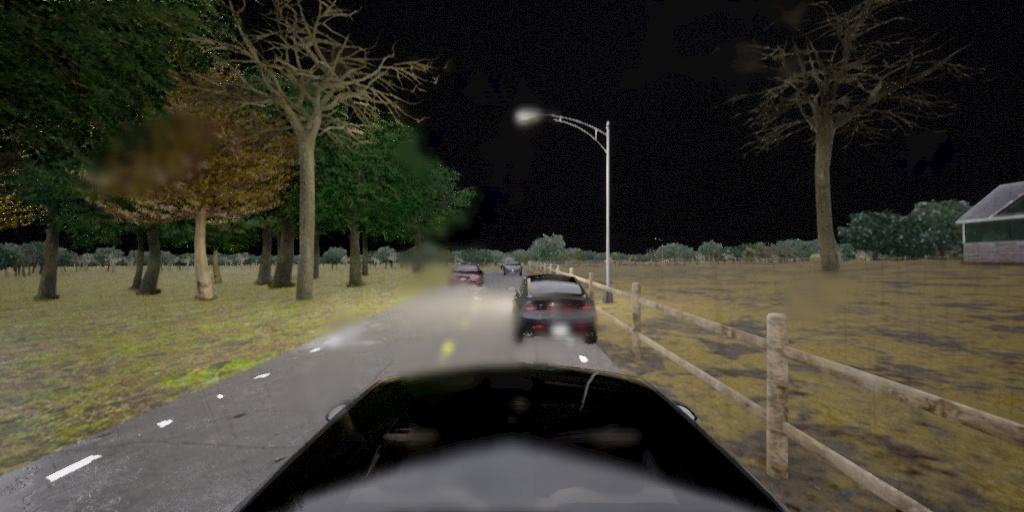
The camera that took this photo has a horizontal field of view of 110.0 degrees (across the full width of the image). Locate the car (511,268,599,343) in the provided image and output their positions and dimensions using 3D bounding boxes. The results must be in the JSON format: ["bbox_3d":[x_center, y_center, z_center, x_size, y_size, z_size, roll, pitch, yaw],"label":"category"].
[{"bbox_3d":[0.965,1.232,9.537,1.837,1.490,4.892,0,0,0],"label":"car"}]

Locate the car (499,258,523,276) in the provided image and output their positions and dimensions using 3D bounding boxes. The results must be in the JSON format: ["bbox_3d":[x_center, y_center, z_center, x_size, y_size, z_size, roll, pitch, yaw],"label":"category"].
[{"bbox_3d":[0.082,1.221,37.272,2.128,1.511,4.902,0,0,0],"label":"car"}]

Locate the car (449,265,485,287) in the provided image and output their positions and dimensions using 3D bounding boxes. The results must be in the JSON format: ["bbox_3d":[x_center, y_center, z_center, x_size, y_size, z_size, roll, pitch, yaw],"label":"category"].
[{"bbox_3d":[-2.842,1.264,23.479,1.994,1.385,4.181,0,0,0],"label":"car"}]
